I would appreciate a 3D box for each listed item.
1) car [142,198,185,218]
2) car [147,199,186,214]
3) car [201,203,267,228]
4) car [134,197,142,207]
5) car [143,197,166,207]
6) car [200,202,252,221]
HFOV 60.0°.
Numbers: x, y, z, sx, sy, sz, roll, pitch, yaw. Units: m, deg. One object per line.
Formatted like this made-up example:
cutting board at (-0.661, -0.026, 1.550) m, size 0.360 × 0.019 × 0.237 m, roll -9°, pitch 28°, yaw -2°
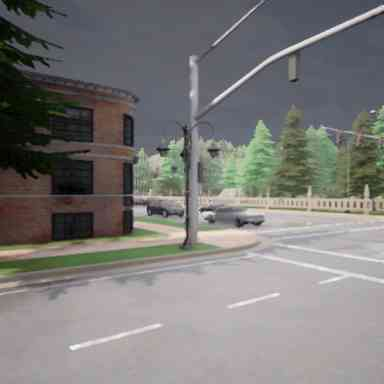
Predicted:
car at (-2.465, 1.526, 30.548) m, size 1.837 × 1.490 × 4.892 m, roll 0°, pitch 0°, yaw -34°
car at (-2.987, 1.574, 37.490) m, size 2.033 × 1.411 × 5.357 m, roll 0°, pitch 0°, yaw -34°
car at (2.832, 1.624, 22.883) m, size 1.895 × 1.301 × 4.718 m, roll 0°, pitch 0°, yaw -35°
car at (-8.825, 1.556, 52.358) m, size 1.812 × 1.442 × 4.674 m, roll 0°, pitch 0°, yaw -35°
car at (-6.165, 1.600, 54.646) m, size 1.994 × 1.385 × 4.181 m, roll 0°, pitch 0°, yaw -35°
car at (2.833, 1.629, 29.032) m, size 1.895 × 1.301 × 4.718 m, roll 0°, pitch 0°, yaw -35°
